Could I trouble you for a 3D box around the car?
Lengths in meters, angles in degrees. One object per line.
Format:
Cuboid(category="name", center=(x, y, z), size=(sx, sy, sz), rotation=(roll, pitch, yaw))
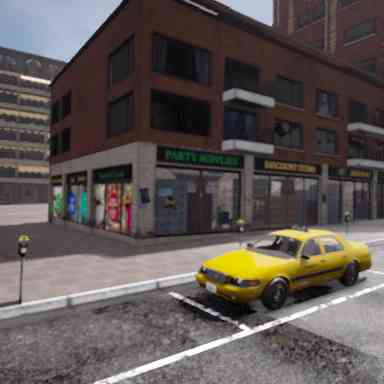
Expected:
Cuboid(category="car", center=(2.337, 1.489, 7.738), size=(4.829, 1.417, 1.752), rotation=(0, 2, -35))
